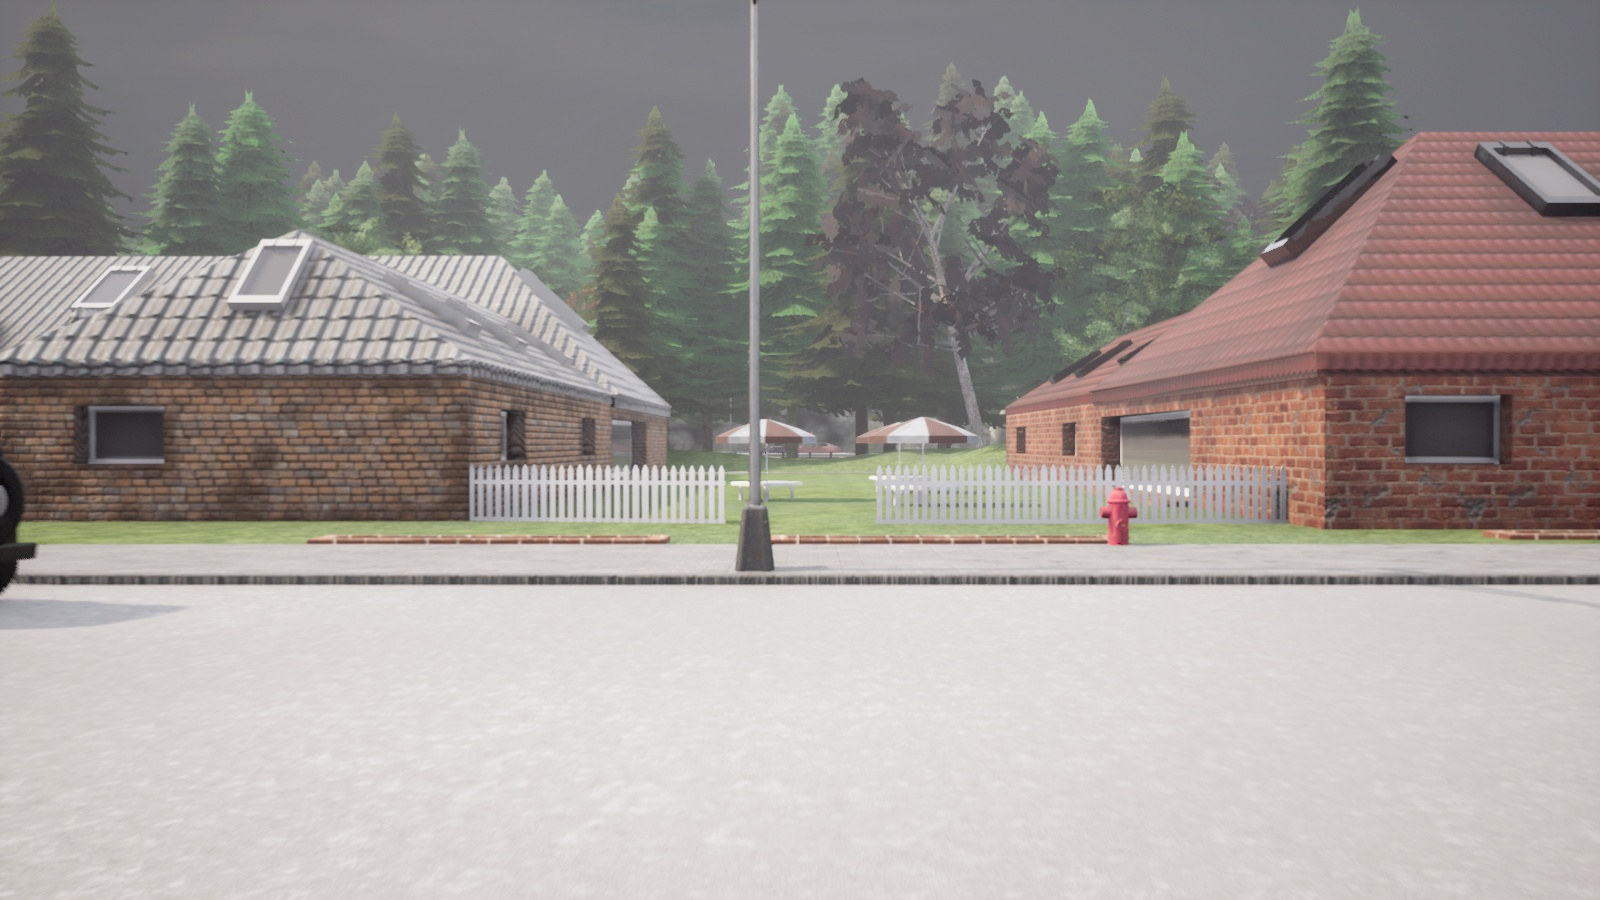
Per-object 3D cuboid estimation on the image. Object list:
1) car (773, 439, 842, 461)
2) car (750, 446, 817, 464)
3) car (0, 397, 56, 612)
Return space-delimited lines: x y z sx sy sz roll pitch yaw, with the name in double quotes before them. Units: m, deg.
"car" 0.555 0.008 93.324 5.027 1.651 2.152 0 0 0
"car" -1.130 0.350 89.327 4.718 1.301 1.895 0 0 0
"car" -8.945 0.471 11.018 3.866 1.878 1.905 0 0 11
